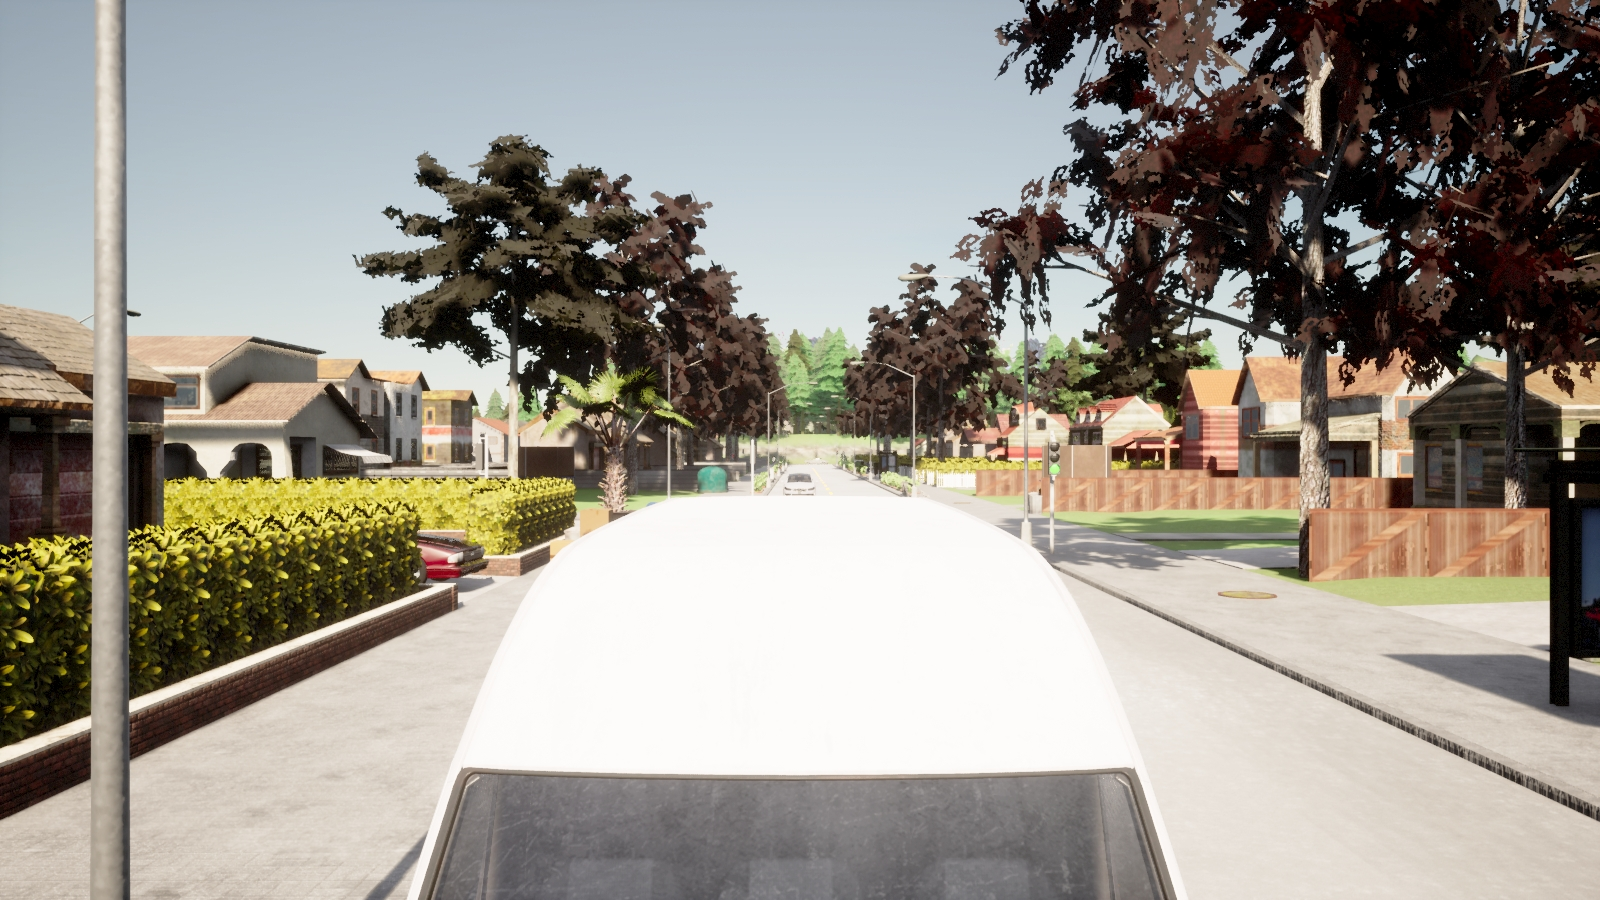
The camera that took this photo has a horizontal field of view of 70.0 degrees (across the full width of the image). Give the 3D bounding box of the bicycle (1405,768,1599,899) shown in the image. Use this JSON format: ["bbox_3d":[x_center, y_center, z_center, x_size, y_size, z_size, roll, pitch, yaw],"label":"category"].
[{"bbox_3d":[2.687,2.062,3.843,0.329,1.471,1.835,0,0,0],"label":"bicycle"}]

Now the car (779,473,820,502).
[{"bbox_3d":[-0.024,2.087,64.511,2.231,1.480,4.892,0,0,0],"label":"car"}]

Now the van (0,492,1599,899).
[{"bbox_3d":[0.002,1.537,4.030,1.988,2.561,5.915,0,0,0],"label":"van"}]
